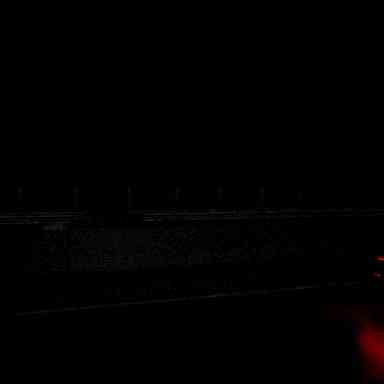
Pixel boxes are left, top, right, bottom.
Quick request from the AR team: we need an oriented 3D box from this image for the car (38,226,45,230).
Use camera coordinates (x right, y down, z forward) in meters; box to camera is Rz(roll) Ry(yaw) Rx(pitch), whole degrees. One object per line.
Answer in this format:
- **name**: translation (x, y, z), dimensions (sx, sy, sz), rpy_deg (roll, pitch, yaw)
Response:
- **car**: translation (-6.196, 2.069, 18.789), dimensions (4.674, 1.442, 1.812), rpy_deg (0, -2, -16)

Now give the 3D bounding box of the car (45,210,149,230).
- **car**: translation (-4.232, 1.800, 15.719), dimensions (4.553, 1.767, 2.097), rpy_deg (0, -2, -16)

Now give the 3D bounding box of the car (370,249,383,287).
- **car**: translation (6.553, 1.663, 7.691), dimensions (4.892, 1.490, 1.837), rpy_deg (0, -2, -16)

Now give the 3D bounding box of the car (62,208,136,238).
- **car**: translation (-6.212, 1.990, 22.430), dimensions (4.553, 1.767, 2.097), rpy_deg (0, -2, -16)
